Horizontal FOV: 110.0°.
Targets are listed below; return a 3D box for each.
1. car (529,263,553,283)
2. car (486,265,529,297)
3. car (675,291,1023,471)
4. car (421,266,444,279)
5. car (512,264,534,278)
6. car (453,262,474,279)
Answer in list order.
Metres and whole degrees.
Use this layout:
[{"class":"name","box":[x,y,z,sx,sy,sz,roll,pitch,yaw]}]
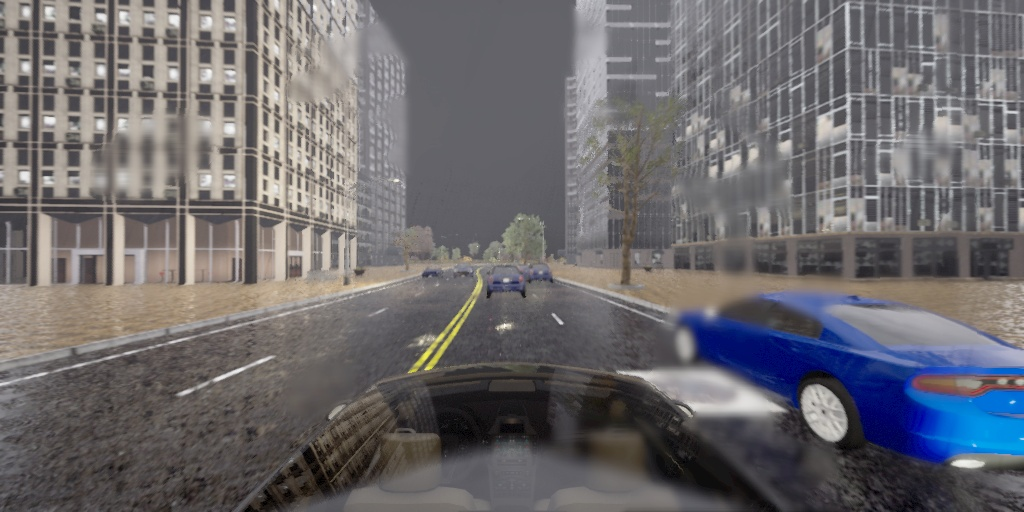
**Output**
[{"class":"car","box":[2.190,1.380,31.047,2.097,1.767,4.553,0,-1,-4]},{"class":"car","box":[-0.392,1.281,20.511,2.097,1.767,4.553,0,-1,-3]},{"class":"car","box":[4.225,1.254,5.266,1.882,1.535,5.008,0,-1,0]},{"class":"car","box":[-8.384,1.719,38.046,1.895,1.301,4.718,0,-1,-6]},{"class":"car","box":[1.220,1.703,41.776,1.994,1.385,4.181,0,0,-6]},{"class":"car","box":[-5.197,1.470,38.767,2.097,1.767,4.553,0,0,-6]}]
